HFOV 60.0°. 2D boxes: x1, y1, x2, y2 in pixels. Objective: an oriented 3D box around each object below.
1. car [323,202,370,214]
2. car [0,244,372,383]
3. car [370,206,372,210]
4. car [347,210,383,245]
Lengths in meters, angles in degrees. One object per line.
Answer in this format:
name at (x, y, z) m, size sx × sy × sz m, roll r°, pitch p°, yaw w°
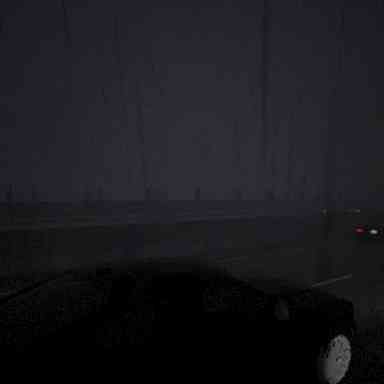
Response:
car at (14.432, 1.705, 31.479) m, size 4.892 × 1.490 × 1.837 m, roll 1°, pitch 0°, yaw -35°
car at (-0.176, 1.490, 3.621) m, size 5.008 × 1.535 × 1.882 m, roll 0°, pitch 0°, yaw -36°
car at (19.492, 1.822, 39.355) m, size 4.181 × 1.385 × 1.994 m, roll 1°, pitch 0°, yaw -35°
car at (9.254, 1.654, 14.648) m, size 5.357 × 1.411 × 2.033 m, roll 0°, pitch 0°, yaw -36°
